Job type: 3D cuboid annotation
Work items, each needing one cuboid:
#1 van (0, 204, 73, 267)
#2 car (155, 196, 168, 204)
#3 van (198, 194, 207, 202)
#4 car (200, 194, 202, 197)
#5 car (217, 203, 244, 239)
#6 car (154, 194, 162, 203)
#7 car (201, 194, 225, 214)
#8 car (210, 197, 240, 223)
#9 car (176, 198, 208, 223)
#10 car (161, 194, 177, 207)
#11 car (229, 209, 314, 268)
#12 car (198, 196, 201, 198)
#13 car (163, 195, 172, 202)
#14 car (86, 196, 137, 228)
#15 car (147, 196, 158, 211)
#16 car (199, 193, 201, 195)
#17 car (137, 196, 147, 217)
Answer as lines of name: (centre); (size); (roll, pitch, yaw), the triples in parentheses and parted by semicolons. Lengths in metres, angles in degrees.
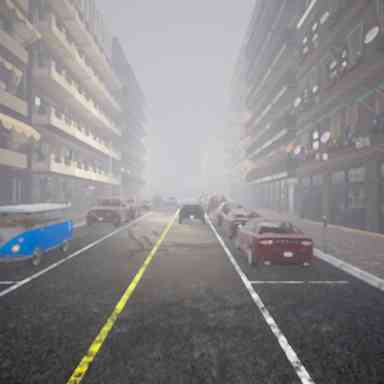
van: (-5.340, 1.311, 11.046); (1.690, 1.788, 3.998); (1, 0, 0)
car: (-5.579, 1.447, 60.820); (1.887, 1.381, 4.507); (1, 0, 0)
van: (2.219, 1.245, 71.865); (1.690, 1.788, 3.998); (1, 0, 0)
car: (2.348, 1.345, 44.208); (1.967, 1.590, 4.097); (1, 0, 0)
car: (2.510, 1.497, 16.552); (1.887, 1.381, 4.507); (1, 0, 0)
car: (-5.548, 1.218, 55.289); (2.192, 1.841, 5.009); (1, 0, 0)
car: (2.403, 1.234, 33.145); (2.192, 1.841, 5.009); (1, 0, 0)
car: (2.494, 1.380, 22.084); (1.967, 1.590, 4.097); (1, 0, 0)
car: (-0.015, 1.439, 24.803); (1.837, 1.490, 4.892); (0, 0, 0)
car: (-2.974, 1.382, 48.604); (1.882, 1.535, 5.008); (0, 0, 0)
car: (2.536, 1.510, 11.022); (1.887, 1.381, 4.507); (1, 0, 0)
car: (-0.090, 1.510, 41.265); (1.895, 1.301, 4.718); (0, 0, 0)
car: (-5.658, 1.496, 77.414); (1.802, 1.307, 4.206); (1, 0, 0)
car: (-5.391, 1.259, 22.107); (2.192, 1.841, 5.009); (1, 0, 0)
car: (-5.475, 1.481, 38.700); (1.947, 1.339, 4.313); (1, 0, 0)
car: (2.246, 1.216, 66.333); (2.192, 1.841, 5.009); (1, 0, 0)
car: (-5.417, 1.248, 27.637); (2.192, 1.841, 5.009); (1, 0, 0)
